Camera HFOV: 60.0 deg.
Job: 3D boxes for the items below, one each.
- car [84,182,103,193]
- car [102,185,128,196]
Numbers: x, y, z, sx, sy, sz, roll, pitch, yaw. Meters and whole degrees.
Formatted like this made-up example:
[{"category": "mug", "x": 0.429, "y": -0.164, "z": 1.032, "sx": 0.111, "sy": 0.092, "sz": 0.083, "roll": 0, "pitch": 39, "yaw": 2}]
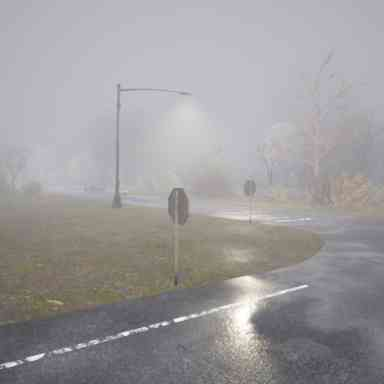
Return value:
[{"category": "car", "x": -17.621, "y": -0.819, "z": 59.862, "sx": 2.150, "sy": 2.045, "sz": 5.566, "roll": 0, "pitch": 2, "yaw": -36}, {"category": "car", "x": -11.811, "y": -0.118, "z": 51.733, "sx": 1.895, "sy": 1.301, "sz": 4.718, "roll": 0, "pitch": 2, "yaw": -36}]
